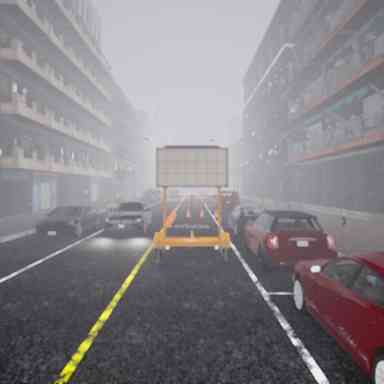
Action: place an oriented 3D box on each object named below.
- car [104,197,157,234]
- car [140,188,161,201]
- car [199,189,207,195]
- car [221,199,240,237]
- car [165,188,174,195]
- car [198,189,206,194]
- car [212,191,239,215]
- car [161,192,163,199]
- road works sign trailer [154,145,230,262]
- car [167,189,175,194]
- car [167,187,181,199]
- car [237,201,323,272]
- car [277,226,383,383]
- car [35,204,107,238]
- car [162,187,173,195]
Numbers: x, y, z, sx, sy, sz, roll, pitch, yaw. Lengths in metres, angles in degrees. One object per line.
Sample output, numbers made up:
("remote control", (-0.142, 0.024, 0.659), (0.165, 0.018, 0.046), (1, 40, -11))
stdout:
("car", (-3.093, 1.196, 16.908), (1.812, 1.442, 4.674), (0, 1, 0))
("car", (-5.673, 0.583, 43.853), (1.967, 1.590, 4.097), (0, 1, 0))
("car", (2.719, 0.000, 77.830), (1.752, 1.417, 4.829), (0, 1, 0))
("car", (2.698, 1.246, 15.671), (2.008, 1.369, 4.403), (0, 1, 0))
("car", (-5.660, -0.195, 83.299), (1.967, 1.590, 4.097), (0, 1, 0))
("car", (2.723, -0.200, 88.930), (1.887, 1.381, 4.507), (0, 1, 0))
("car", (2.703, 0.791, 26.938), (2.192, 1.841, 5.009), (0, 1, 0))
("car", (-5.671, 0.348, 49.486), (2.192, 1.841, 5.009), (0, 1, 0))
("road works sign trailer", (0.005, 0.246, 11.149), (2.380, 3.560, 2.880), (0, 1, 0))
("car", (-5.658, -0.202, 88.938), (1.887, 1.381, 4.507), (0, 1, 0))
("car", (-3.044, 0.222, 57.778), (2.097, 1.767, 4.553), (0, 1, 0))
("car", (2.696, 1.244, 10.035), (1.967, 1.590, 4.097), (0, 1, 0))
("car", (2.694, 1.458, 4.401), (1.887, 1.381, 4.507), (0, 1, 0))
("car", (-5.683, 1.260, 15.678), (1.947, 1.339, 4.313), (0, 1, 0))
("car", (-5.661, -0.208, 77.663), (2.192, 1.841, 5.009), (0, 1, 0))
